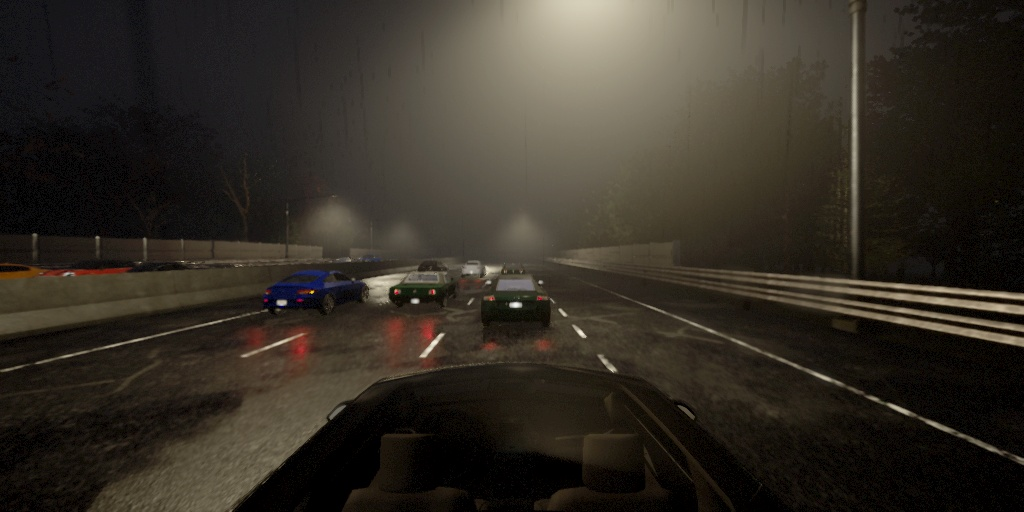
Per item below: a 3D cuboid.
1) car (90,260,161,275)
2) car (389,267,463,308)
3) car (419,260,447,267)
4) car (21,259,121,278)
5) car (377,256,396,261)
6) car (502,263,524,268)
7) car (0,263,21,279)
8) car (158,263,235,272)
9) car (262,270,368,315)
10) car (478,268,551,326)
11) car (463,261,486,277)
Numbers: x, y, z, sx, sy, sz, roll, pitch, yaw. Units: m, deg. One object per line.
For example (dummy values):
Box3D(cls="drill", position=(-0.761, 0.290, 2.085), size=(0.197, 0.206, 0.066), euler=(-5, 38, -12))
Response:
Box3D(cls="car", position=(-21.099, 1.163, 21.272), size=(1.837, 1.490, 4.892), euler=(0, 0, 0))
Box3D(cls="car", position=(-3.398, 1.287, 14.820), size=(1.895, 1.301, 4.718), euler=(0, 0, 0))
Box3D(cls="car", position=(-6.902, 1.119, 31.375), size=(1.837, 1.490, 4.892), euler=(0, 0, 0))
Box3D(cls="car", position=(-24.599, 1.011, 21.116), size=(2.097, 1.767, 4.553), euler=(0, 0, 0))
Box3D(cls="car", position=(-21.025, 1.092, 61.690), size=(1.895, 1.301, 4.718), euler=(0, 0, 1))
Box3D(cls="car", position=(0.100, 1.221, 29.877), size=(1.895, 1.301, 4.718), euler=(0, 0, 0))
Box3D(cls="car", position=(-28.099, 1.146, 19.135), size=(1.882, 1.535, 5.008), euler=(0, 0, 0))
Box3D(cls="car", position=(-17.599, 1.223, 21.069), size=(1.994, 1.385, 4.181), euler=(0, 0, 0))
Box3D(cls="car", position=(-6.901, 1.221, 13.049), size=(1.812, 1.442, 4.674), euler=(0, 0, 0))
Box3D(cls="car", position=(0.100, 1.266, 11.538), size=(1.994, 1.385, 4.181), euler=(0, 0, 0))
Box3D(cls="car", position=(-3.416, 1.135, 32.431), size=(1.812, 1.442, 4.674), euler=(0, 0, 0))
